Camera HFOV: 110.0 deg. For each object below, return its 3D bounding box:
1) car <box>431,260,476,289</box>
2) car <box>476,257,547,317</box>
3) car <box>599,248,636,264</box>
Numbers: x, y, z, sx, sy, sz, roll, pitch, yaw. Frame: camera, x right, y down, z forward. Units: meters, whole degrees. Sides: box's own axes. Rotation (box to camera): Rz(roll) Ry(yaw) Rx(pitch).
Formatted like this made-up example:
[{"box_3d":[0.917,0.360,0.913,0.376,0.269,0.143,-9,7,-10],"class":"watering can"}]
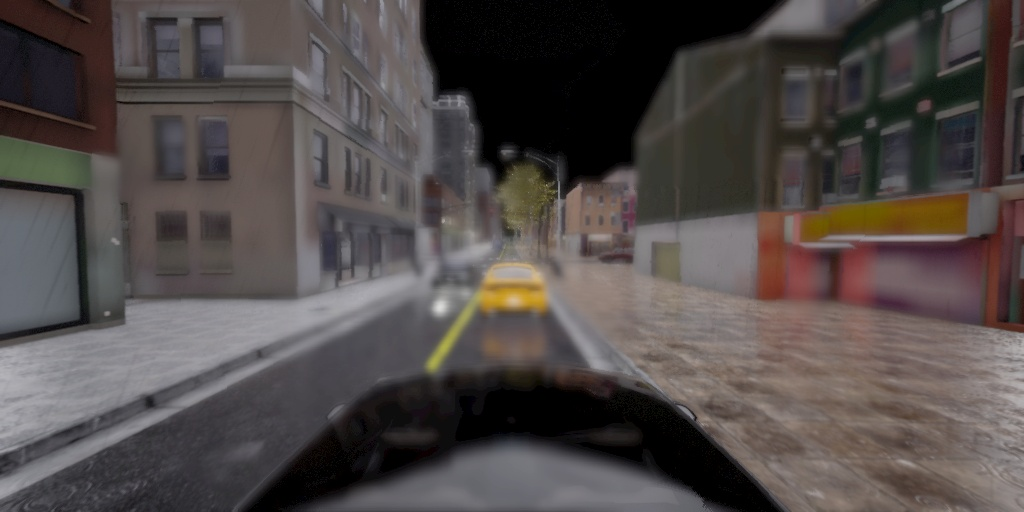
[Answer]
[{"box_3d":[-2.849,0.889,18.640,1.994,1.385,4.181,0,2,0],"class":"car"},{"box_3d":[0.070,0.983,11.984,1.882,1.535,5.008,0,2,0],"class":"car"},{"box_3d":[12.672,-0.001,41.578,5.009,1.841,2.192,0,0,0],"class":"car"}]
